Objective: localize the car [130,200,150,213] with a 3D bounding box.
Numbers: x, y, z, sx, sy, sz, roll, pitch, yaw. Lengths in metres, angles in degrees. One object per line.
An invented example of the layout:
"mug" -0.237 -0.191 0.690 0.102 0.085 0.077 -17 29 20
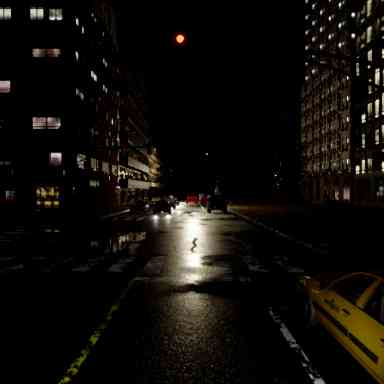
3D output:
"car" -5.694 1.562 36.396 2.008 1.369 4.403 0 0 0

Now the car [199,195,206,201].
"car" 2.683 1.611 86.306 1.752 1.417 4.829 0 0 0

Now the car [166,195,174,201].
"car" -5.697 1.611 85.966 1.752 1.417 4.829 0 0 0

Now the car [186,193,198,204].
"car" -0.003 1.270 65.203 2.150 2.045 5.566 0 0 0

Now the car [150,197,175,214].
"car" -3.123 1.558 35.304 2.033 1.411 5.357 0 0 -4

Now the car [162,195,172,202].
"car" -5.697 1.505 75.082 1.967 1.590 4.097 0 0 0

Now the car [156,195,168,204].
"car" -5.697 1.487 64.029 1.967 1.590 4.097 0 0 0

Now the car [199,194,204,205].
"car" 2.683 1.353 58.502 2.192 1.841 5.009 0 0 0

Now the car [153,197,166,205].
"car" -5.696 1.582 58.501 1.887 1.381 4.507 0 0 0

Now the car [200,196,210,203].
"car" 2.684 1.600 69.556 1.887 1.381 4.507 0 0 0

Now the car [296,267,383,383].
"car" 2.686 1.525 4.154 1.752 1.417 4.829 0 0 0

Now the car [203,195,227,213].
"car" 2.684 1.326 36.397 2.192 1.841 5.009 0 0 0

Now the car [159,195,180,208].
"car" -3.090 1.567 45.432 2.033 1.411 5.357 0 0 0

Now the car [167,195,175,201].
"car" -5.697 1.642 91.661 1.887 1.381 4.507 0 0 0

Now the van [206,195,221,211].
"van" 2.684 1.357 41.922 1.690 1.788 3.998 0 0 0

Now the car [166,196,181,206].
"car" -3.048 1.525 55.625 2.128 1.511 4.902 0 0 0

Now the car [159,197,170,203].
"car" -5.696 1.637 69.556 1.802 1.307 4.206 0 0 0

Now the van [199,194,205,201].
"van" 2.682 1.439 91.662 1.690 1.788 3.998 0 0 0

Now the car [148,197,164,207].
"car" -5.696 1.580 52.975 2.008 1.369 4.403 0 0 0
